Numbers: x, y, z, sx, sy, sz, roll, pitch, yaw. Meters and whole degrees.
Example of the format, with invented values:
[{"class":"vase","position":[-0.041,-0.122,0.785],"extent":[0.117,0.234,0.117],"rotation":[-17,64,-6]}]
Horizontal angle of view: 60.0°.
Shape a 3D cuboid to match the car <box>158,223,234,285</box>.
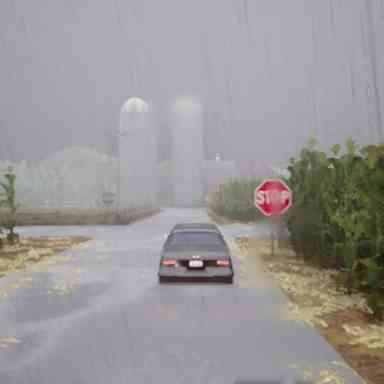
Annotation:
[{"class":"car","position":[0.094,1.620,9.680],"extent":[2.033,1.411,5.357],"rotation":[0,-1,0]}]
